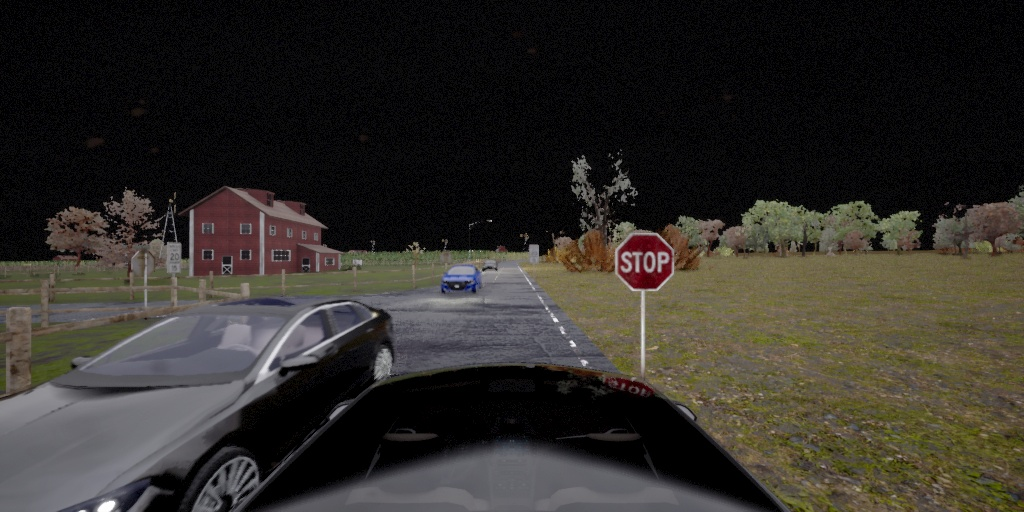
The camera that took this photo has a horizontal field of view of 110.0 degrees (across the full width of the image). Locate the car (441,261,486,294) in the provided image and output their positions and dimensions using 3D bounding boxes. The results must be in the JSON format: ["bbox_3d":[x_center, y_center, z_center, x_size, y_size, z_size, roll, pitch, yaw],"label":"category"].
[{"bbox_3d":[-2.794,1.258,20.631,1.882,1.535,5.008,0,0,0],"label":"car"}]

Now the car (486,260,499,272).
[{"bbox_3d":[-2.842,1.265,47.859,1.837,1.490,4.892,0,0,0],"label":"car"}]

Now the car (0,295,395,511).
[{"bbox_3d":[-2.754,1.242,3.803,2.128,1.511,4.902,0,0,0],"label":"car"}]
